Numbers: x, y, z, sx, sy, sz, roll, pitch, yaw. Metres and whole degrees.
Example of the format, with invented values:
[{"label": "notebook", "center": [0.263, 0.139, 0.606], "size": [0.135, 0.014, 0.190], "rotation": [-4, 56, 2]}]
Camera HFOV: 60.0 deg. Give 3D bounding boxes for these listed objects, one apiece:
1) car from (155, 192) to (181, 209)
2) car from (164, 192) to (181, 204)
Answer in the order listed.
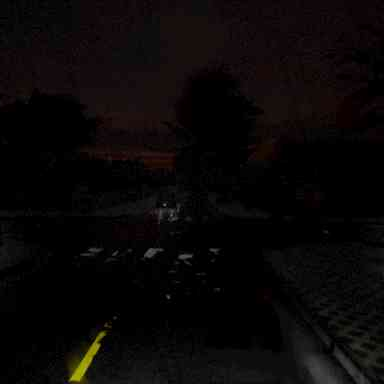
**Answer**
[{"label": "car", "center": [-2.469, 0.822, 32.759], "size": [2.128, 1.511, 4.902], "rotation": [0, 2, 1]}, {"label": "car", "center": [-2.388, 0.683, 41.720], "size": [1.895, 1.301, 4.718], "rotation": [0, 1, 0]}]
